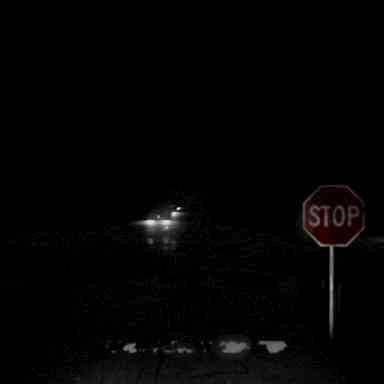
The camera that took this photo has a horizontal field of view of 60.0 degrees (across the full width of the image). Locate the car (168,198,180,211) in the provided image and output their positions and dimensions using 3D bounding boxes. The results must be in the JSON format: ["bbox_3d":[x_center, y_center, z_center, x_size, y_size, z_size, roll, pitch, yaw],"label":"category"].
[{"bbox_3d":[-2.783,1.559,39.878,1.837,1.490,4.892,0,0,0],"label":"car"}]

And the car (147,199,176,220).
[{"bbox_3d":[-2.736,1.571,28.985,2.033,1.411,5.357,0,0,-2],"label":"car"}]
